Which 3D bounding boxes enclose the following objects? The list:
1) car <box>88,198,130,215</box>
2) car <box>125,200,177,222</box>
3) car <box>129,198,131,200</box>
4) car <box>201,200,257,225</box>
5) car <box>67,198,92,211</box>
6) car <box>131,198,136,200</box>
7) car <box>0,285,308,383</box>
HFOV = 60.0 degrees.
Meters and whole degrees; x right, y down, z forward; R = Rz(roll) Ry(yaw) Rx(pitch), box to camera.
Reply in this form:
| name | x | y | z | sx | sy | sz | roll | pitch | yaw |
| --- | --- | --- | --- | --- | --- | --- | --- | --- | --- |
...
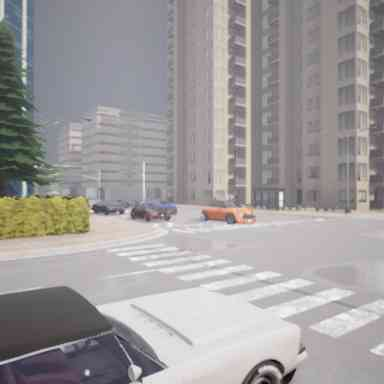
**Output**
| name | x | y | z | sx | sy | sz | roll | pitch | yaw |
| --- | --- | --- | --- | --- | --- | --- | --- | --- | --- |
| car | -8.773 | 1.597 | 34.627 | 2.033 | 1.411 | 5.357 | 0 | 0 | -35 |
| car | -3.427 | 1.613 | 27.088 | 1.994 | 1.385 | 4.181 | 0 | 0 | -35 |
| car | -9.922 | 1.553 | 42.323 | 1.837 | 1.490 | 4.892 | 0 | 0 | -35 |
| car | 2.657 | 1.399 | 24.560 | 2.097 | 1.767 | 4.553 | 0 | 0 | -35 |
| car | -14.534 | 1.554 | 42.803 | 1.837 | 1.490 | 4.892 | 0 | 0 | -35 |
| car | -9.352 | 1.537 | 47.878 | 2.128 | 1.511 | 4.902 | 0 | 0 | -35 |
| car | -1.097 | 1.601 | 2.964 | 4.718 | 1.301 | 1.895 | 0 | 0 | -35 |
